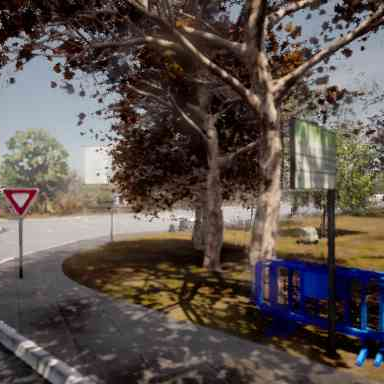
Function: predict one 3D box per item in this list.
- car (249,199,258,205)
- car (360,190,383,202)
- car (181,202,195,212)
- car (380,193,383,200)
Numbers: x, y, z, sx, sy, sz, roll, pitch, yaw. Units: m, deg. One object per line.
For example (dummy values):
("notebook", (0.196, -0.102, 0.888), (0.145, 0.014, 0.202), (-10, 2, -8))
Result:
("car", (12.906, 1.826, 63.477), (4.902, 1.511, 2.128), (-2, 1, -36))
("car", (35.413, 0.801, 65.179), (5.566, 2.045, 2.150), (-2, 1, -37))
("car", (0.375, 2.371, 54.236), (4.674, 1.442, 1.812), (-2, 1, -36))
("car", (37.481, 1.081, 62.353), (4.902, 1.511, 2.128), (-2, 1, -37))
